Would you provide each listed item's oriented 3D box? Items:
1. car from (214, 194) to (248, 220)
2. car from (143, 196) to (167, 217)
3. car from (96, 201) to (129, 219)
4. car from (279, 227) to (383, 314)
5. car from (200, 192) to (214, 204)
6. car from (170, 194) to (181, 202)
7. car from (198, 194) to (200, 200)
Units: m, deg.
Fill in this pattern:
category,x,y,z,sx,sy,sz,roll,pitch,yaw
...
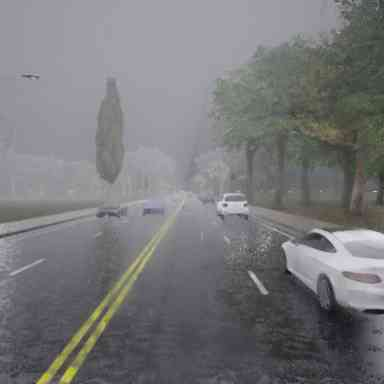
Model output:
category,x,y,z,sx,sy,sz,roll,pitch,yaw
car,3.305,1.160,27.851,2.150,2.045,5.566,0,0,0
car,-3.403,1.410,30.963,1.882,1.535,5.008,0,0,0
car,-6.647,1.484,28.466,2.033,1.411,5.357,0,0,0
car,3.344,1.508,7.431,1.812,1.442,4.674,0,0,0
car,3.060,1.251,59.091,2.097,1.767,4.553,0,0,0
car,-3.531,1.235,72.224,2.097,1.767,4.553,0,0,0
car,2.986,1.109,70.156,2.150,2.045,5.566,0,0,0
